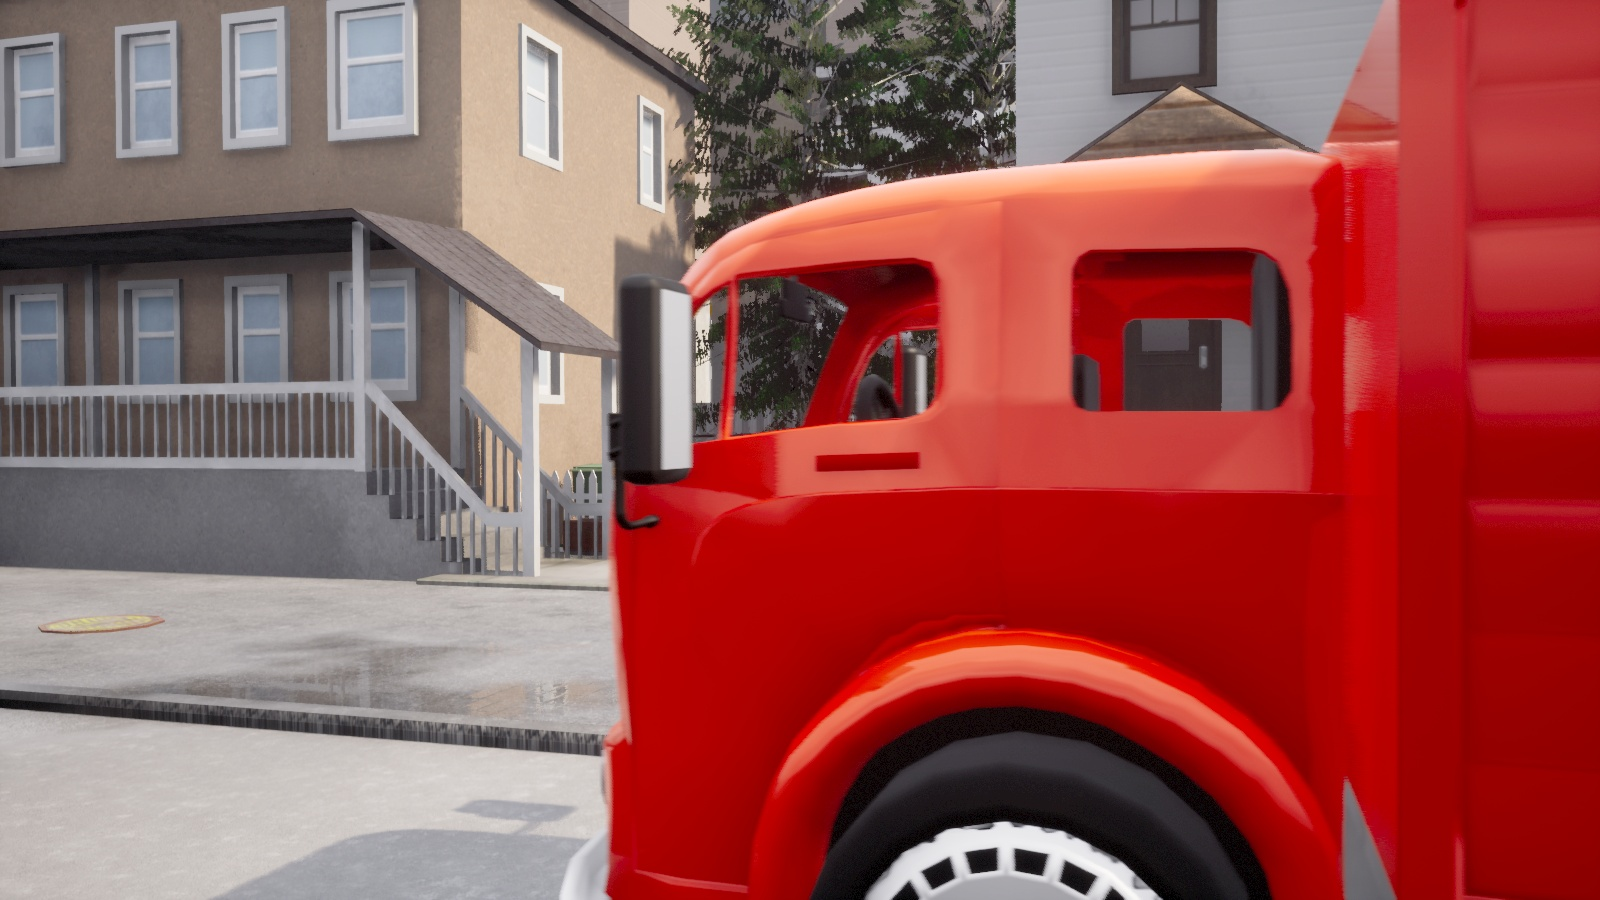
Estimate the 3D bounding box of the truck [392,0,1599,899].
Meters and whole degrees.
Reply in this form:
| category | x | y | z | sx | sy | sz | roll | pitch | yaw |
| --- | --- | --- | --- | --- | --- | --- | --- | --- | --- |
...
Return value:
| category | x | y | z | sx | sy | sz | roll | pitch | yaw |
| --- | --- | --- | --- | --- | --- | --- | --- | --- | --- |
| truck | 2.052 | 0.299 | 3.003 | 5.204 | 2.467 | 2.627 | 1 | 1 | 18 |
